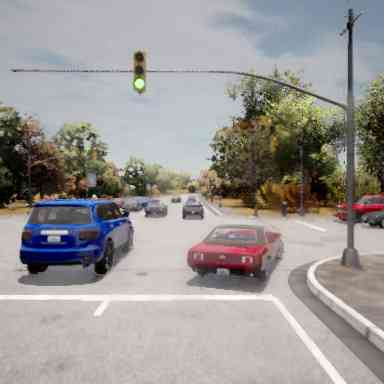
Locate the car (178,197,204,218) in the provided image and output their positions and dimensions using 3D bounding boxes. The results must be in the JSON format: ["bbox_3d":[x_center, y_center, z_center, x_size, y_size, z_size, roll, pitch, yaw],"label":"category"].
[{"bbox_3d":[0.099,1.531,30.596,2.128,1.511,4.902,0,0,0],"label":"car"}]

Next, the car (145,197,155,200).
[{"bbox_3d":[-7.035,1.541,48.758,1.882,1.535,5.008,0,0,1],"label":"car"}]

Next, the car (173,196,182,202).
[{"bbox_3d":[-3.505,1.645,80.534,2.033,1.411,5.357,0,0,0],"label":"car"}]

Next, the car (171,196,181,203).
[{"bbox_3d":[-3.504,1.617,70.765,2.128,1.511,4.902,0,0,0],"label":"car"}]

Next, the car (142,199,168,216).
[{"bbox_3d":[-3.402,1.643,32.589,1.895,1.301,4.718,0,0,0],"label":"car"}]

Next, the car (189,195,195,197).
[{"bbox_3d":[-0.004,1.633,68.382,2.033,1.411,5.357,0,0,0],"label":"car"}]

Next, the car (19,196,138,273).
[{"bbox_3d":[-3.401,1.237,10.881,2.150,2.045,5.566,0,0,0],"label":"car"}]

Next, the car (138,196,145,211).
[{"bbox_3d":[-7.084,1.577,39.428,1.812,1.442,4.674,0,0,0],"label":"car"}]

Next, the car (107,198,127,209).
[{"bbox_3d":[-10.549,1.586,47.096,1.812,1.442,4.674,0,0,0],"label":"car"}]

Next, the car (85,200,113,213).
[{"bbox_3d":[-10.589,1.650,38.061,1.895,1.301,4.718,0,0,0],"label":"car"}]

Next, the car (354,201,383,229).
[{"bbox_3d":[13.394,1.534,21.160,4.892,1.490,1.837,0,0,3],"label":"car"}]

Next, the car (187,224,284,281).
[{"bbox_3d":[1.569,1.614,10.005,1.895,1.301,4.718,0,0,22],"label":"car"}]

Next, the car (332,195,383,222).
[{"bbox_3d":[13.442,1.255,24.678,5.566,2.045,2.150,0,0,4],"label":"car"}]

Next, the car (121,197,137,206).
[{"bbox_3d":[-10.503,1.636,55.820,1.994,1.385,4.181,0,0,0],"label":"car"}]

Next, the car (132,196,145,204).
[{"bbox_3d":[-10.504,1.611,65.848,1.812,1.442,4.674,0,0,0],"label":"car"}]

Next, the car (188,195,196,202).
[{"bbox_3d":[-0.005,1.463,78.802,1.882,1.535,5.008,0,0,0],"label":"car"}]
